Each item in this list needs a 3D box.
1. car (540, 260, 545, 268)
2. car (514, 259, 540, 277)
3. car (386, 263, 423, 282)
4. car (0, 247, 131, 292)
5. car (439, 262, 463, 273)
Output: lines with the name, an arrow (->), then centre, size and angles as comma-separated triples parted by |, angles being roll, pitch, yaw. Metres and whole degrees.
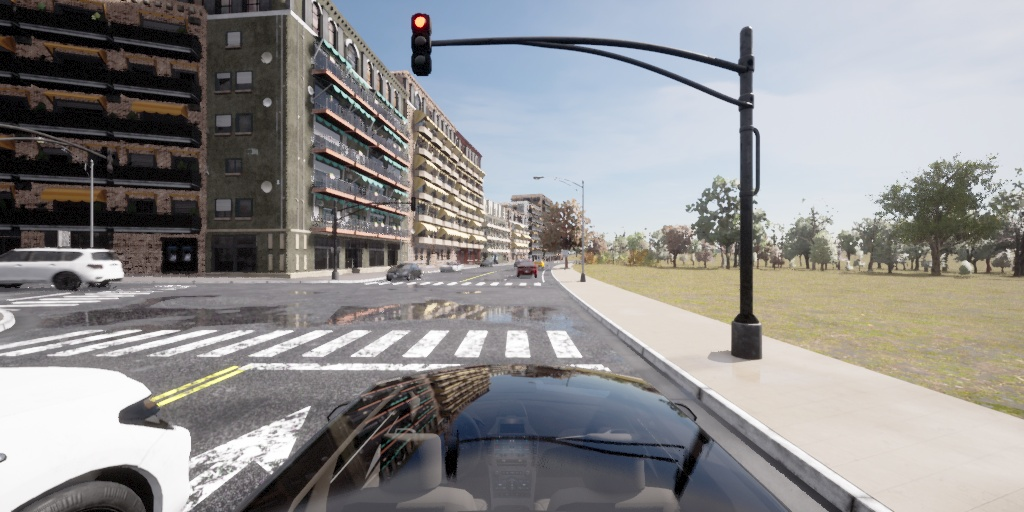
car -> 4.793, 1.416, 64.283 | 1.882, 1.535, 5.008 | 0, 0, 9
car -> 1.585, 1.293, 35.886 | 1.882, 1.535, 5.008 | 0, 0, 5
car -> -8.834, 1.319, 29.879 | 1.812, 1.442, 4.674 | 0, 0, 4
car -> -22.858, 0.633, 17.439 | 5.566, 2.045, 2.150 | 1, -1, -19
car -> -7.572, 1.448, 44.918 | 1.895, 1.301, 4.718 | 0, 0, 6
